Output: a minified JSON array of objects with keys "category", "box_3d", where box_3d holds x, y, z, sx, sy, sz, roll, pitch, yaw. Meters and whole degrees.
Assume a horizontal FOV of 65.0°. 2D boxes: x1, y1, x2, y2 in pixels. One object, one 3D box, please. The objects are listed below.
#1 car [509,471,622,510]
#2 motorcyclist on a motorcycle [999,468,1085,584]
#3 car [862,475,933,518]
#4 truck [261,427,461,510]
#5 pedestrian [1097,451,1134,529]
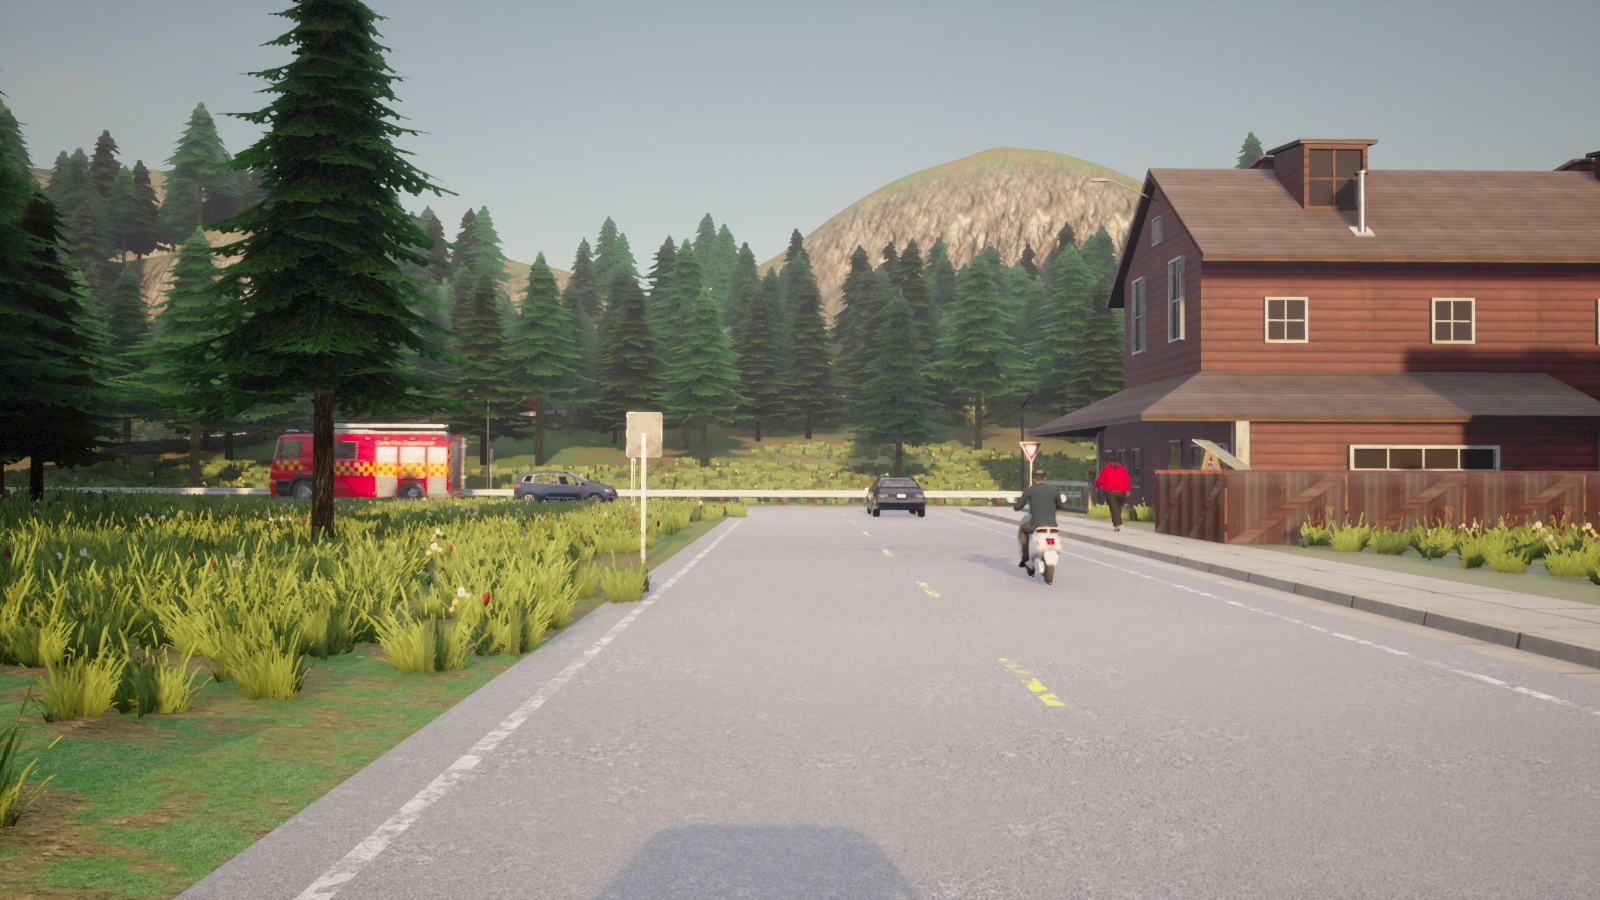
[{"category":"car","box_3d":[-10.409,1.778,55.997,4.611,1.667,2.242,0,-1,0]},{"category":"motorcyclist on a motorcycle","box_3d":[3.455,1.057,18.103,0.866,1.590,1.817,0,-1,0]},{"category":"car","box_3d":[3.393,1.597,44.675,2.033,1.411,5.357,0,-1,-1]},{"category":"truck","box_3d":[-20.680,0.869,59.475,8.468,3.827,2.891,0,-1,0]},{"category":"pedestrian","box_3d":[7.535,0.943,30.026,0.634,1.844,0.899,0,-1,0]}]
